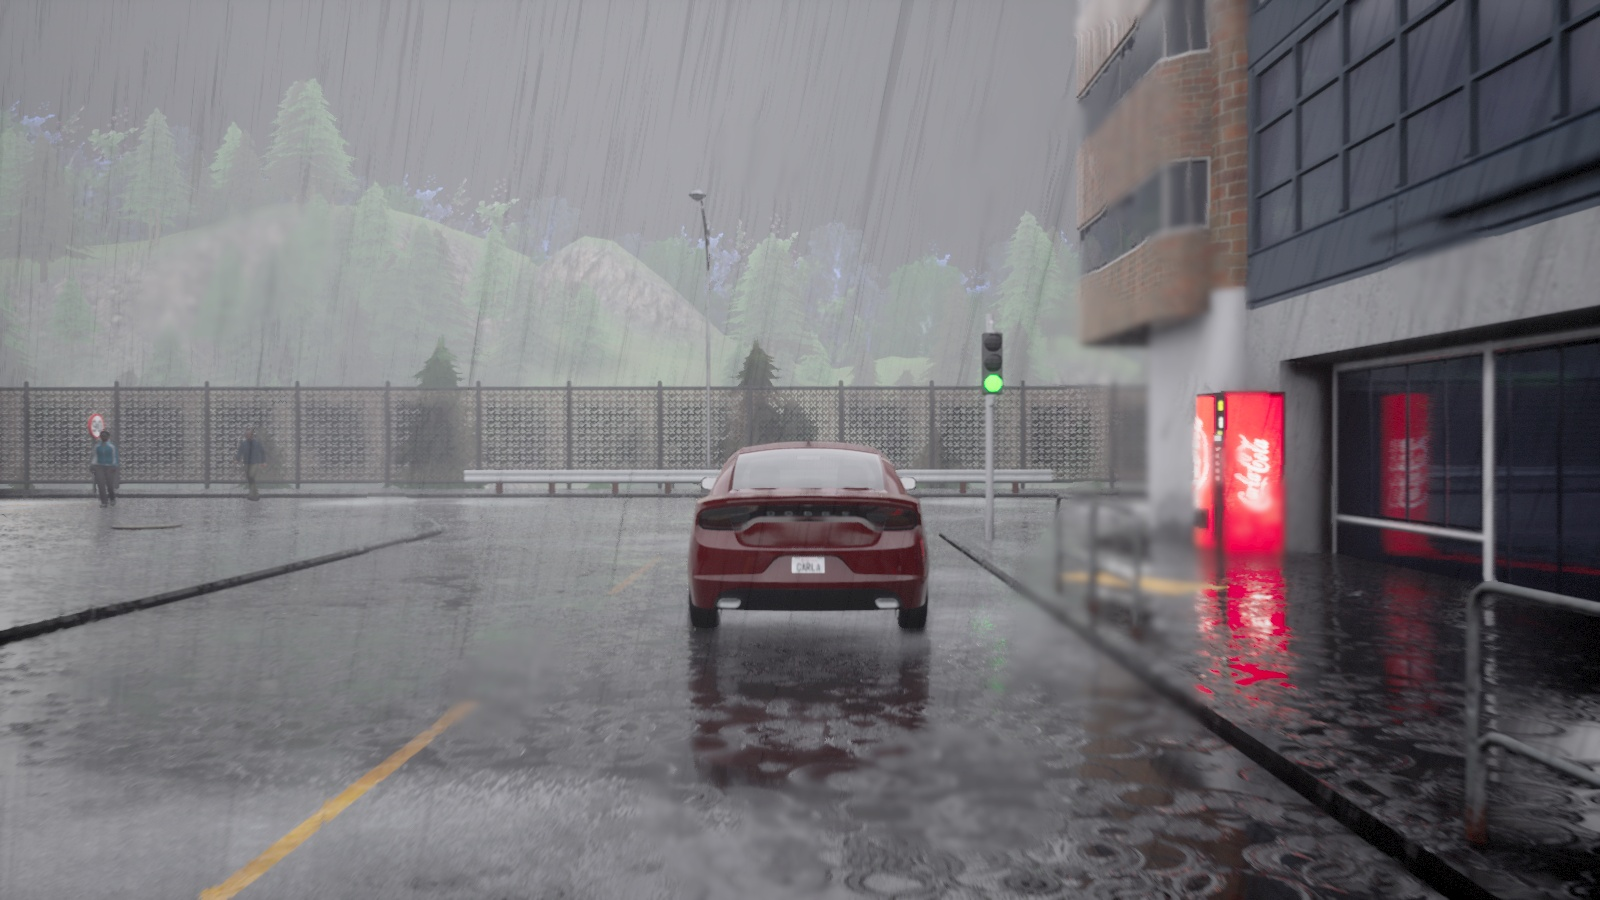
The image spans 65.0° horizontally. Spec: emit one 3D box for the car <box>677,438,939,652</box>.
[{"bbox_3d":[0.078,0.659,11.520,1.882,1.535,5.008,0,1,0],"label":"car"}]

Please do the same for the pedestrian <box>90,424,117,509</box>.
[{"bbox_3d":[-16.036,0.376,28.907,0.396,1.930,0.692,0,0,-16],"label":"pedestrian"}]

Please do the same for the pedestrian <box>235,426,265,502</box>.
[{"bbox_3d":[-13.429,0.330,30.656,0.402,1.842,0.726,0,0,1],"label":"pedestrian"}]
